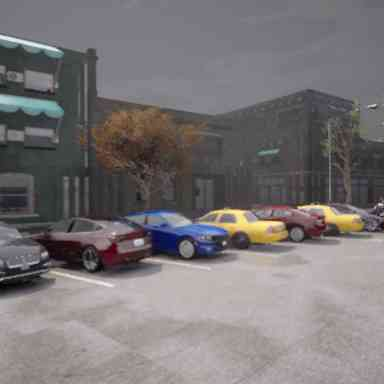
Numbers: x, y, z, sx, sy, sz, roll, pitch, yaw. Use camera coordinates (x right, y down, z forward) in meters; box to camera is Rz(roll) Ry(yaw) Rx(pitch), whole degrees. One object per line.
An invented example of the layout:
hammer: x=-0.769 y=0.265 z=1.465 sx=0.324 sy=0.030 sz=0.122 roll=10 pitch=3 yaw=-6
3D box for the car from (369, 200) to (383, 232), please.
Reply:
car: x=8.700 y=1.408 z=19.252 sx=4.792 sy=1.488 sz=2.163 roll=-1 pitch=-1 yaw=35

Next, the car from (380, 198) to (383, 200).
car: x=15.880 y=1.200 z=24.427 sx=4.553 sy=1.767 sz=2.185 roll=-1 pitch=-1 yaw=35

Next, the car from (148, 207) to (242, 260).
car: x=-0.976 y=1.450 z=12.395 sx=5.008 sy=1.535 sz=2.097 roll=-1 pitch=-1 yaw=35

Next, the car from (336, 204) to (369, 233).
car: x=6.106 y=1.396 z=17.644 sx=5.366 sy=1.575 sz=1.946 roll=-1 pitch=0 yaw=35

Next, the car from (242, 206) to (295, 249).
car: x=1.283 y=1.432 z=14.215 sx=5.366 sy=1.575 sz=1.946 roll=-1 pitch=0 yaw=35

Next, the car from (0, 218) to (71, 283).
car: x=-5.799 y=1.487 z=8.970 sx=4.892 sy=1.521 sz=2.231 roll=-1 pitch=-1 yaw=35

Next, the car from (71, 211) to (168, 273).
car: x=-3.408 y=1.498 z=10.698 sx=4.792 sy=1.488 sz=2.163 roll=-1 pitch=0 yaw=35

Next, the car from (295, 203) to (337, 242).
car: x=3.854 y=1.414 z=15.834 sx=5.008 sy=1.535 sz=2.097 roll=-1 pitch=0 yaw=34
